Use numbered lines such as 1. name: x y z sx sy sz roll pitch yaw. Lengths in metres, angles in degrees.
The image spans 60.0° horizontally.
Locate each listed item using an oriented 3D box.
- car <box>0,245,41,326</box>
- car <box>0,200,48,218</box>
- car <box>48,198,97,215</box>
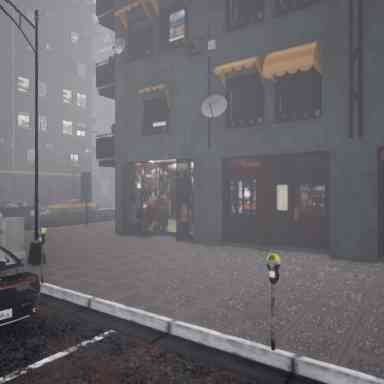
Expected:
1. car: -4.519 1.551 6.086 4.403 1.369 2.008 0 0 35
2. car: -14.103 1.350 26.086 2.008 1.369 4.403 1 1 35
3. car: -11.019 1.250 30.514 1.752 1.417 4.829 1 1 35
